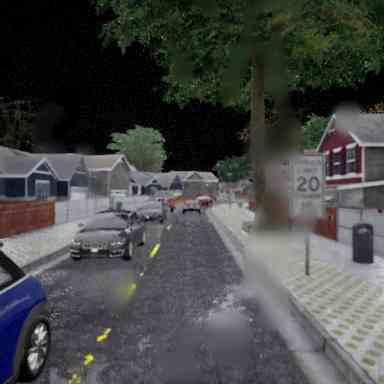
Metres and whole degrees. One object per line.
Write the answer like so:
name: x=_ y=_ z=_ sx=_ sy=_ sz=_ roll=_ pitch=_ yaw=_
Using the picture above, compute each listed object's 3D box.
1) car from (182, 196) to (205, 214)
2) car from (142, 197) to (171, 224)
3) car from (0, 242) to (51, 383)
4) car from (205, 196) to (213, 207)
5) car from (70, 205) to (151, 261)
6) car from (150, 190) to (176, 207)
car: x=0.007 y=1.389 z=33.588 sx=2.033 sy=1.411 sz=5.357 roll=0 pitch=0 yaw=1
car: x=-2.829 y=1.388 z=23.941 sx=1.837 sy=1.490 sz=4.892 roll=0 pitch=0 yaw=1
car: x=-2.850 y=1.338 z=2.352 sx=2.097 sy=1.767 sz=4.553 roll=0 pitch=0 yaw=0
car: x=1.830 y=1.311 z=47.874 sx=1.882 sy=1.535 sz=5.008 roll=0 pitch=0 yaw=13
car: x=-2.851 y=1.441 z=12.162 sx=1.837 sy=1.490 sz=4.892 roll=0 pitch=0 yaw=0
car: x=-2.766 y=0.788 z=32.628 sx=2.150 sy=2.045 sz=5.566 roll=0 pitch=0 yaw=0
